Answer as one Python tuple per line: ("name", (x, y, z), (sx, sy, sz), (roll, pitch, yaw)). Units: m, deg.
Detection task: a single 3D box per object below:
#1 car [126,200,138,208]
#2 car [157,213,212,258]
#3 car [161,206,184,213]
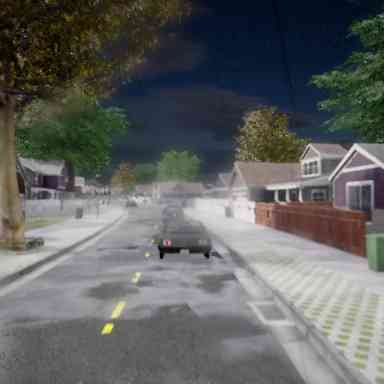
("car", (-11.534, 2.234, 63.444), (1.994, 1.385, 4.181), (0, -1, -15))
("car", (-0.346, 1.741, 13.366), (1.895, 1.301, 4.718), (0, -1, -3))
("car", (-1.596, 1.836, 27.663), (2.033, 1.411, 5.357), (0, -1, -6))
